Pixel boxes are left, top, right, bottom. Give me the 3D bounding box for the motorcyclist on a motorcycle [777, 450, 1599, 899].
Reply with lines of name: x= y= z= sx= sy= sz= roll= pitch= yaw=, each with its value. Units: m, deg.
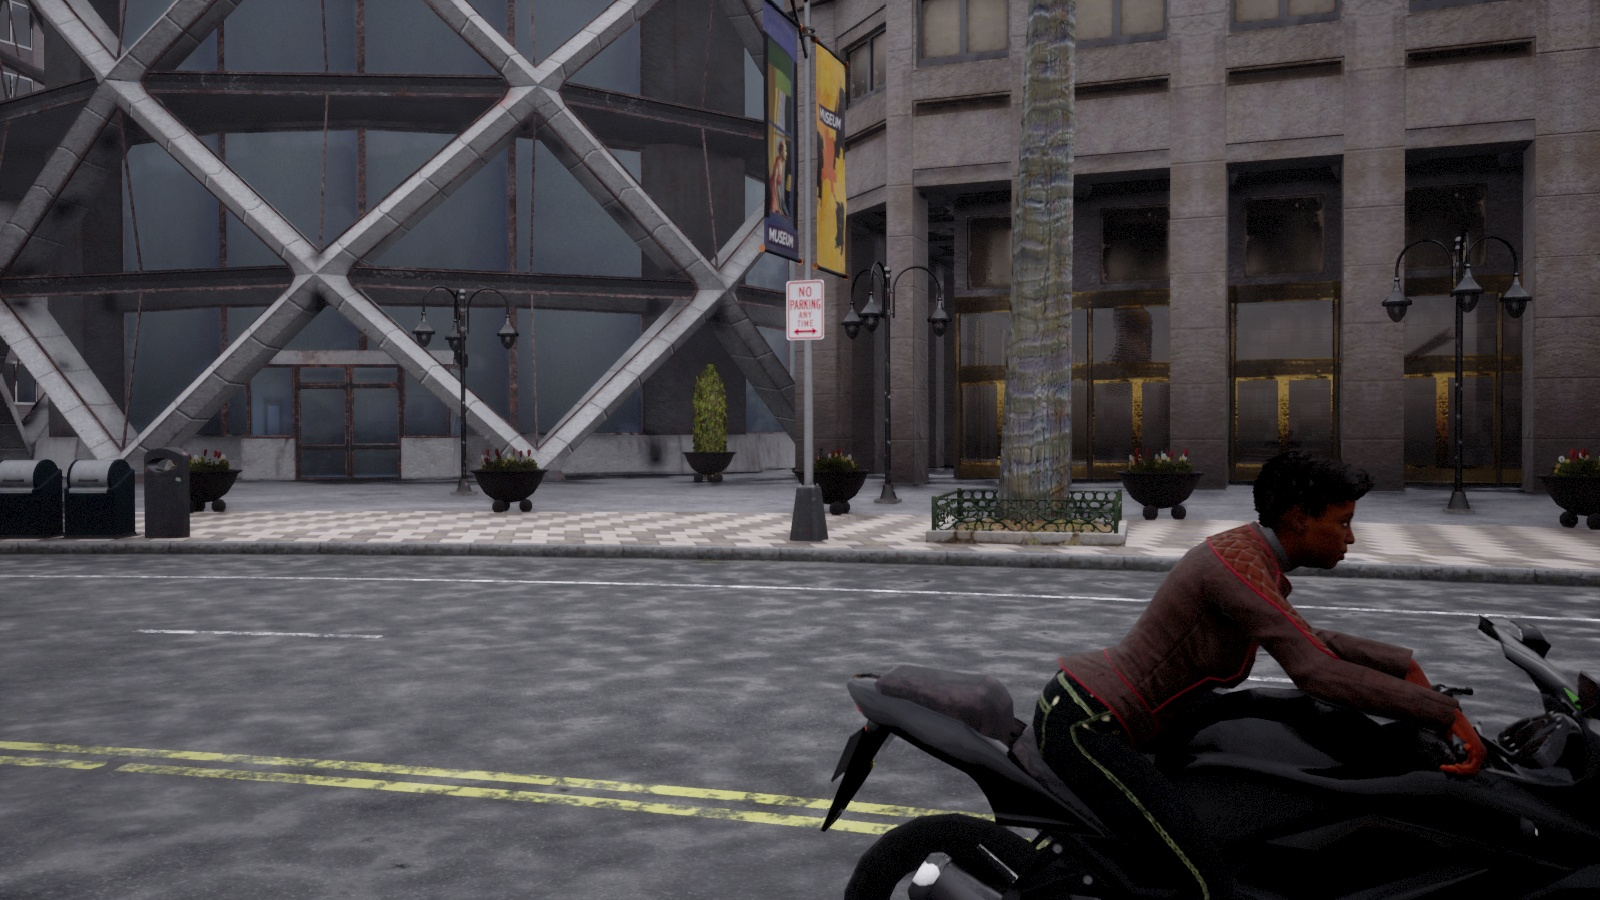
motorcyclist on a motorcycle: x=1.048 y=0.768 z=2.887 sx=2.044 sy=1.523 sz=0.797 roll=0 pitch=1 yaw=19
